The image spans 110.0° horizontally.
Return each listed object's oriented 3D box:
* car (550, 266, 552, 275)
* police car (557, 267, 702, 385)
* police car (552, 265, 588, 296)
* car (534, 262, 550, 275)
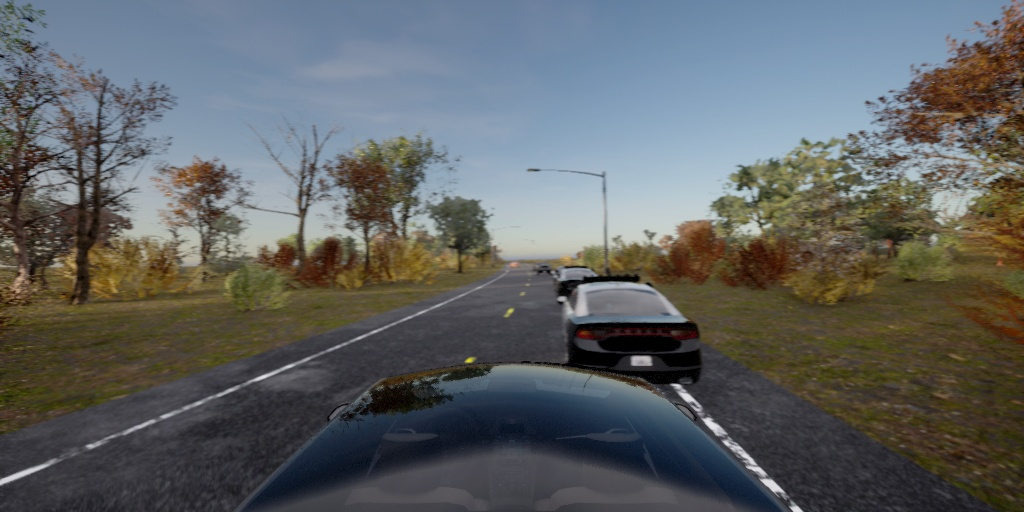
[{"bbox_3d":[3.619,1.373,23.140,1.882,1.535,5.008,-2,-1,5],"label":"car"},{"bbox_3d":[1.988,1.188,7.245,1.930,1.638,5.238,-2,-1,7],"label":"police car"},{"bbox_3d":[3.073,1.272,17.242,1.930,1.638,5.238,-1,-1,6],"label":"police car"},{"bbox_3d":[4.035,1.634,45.240,1.837,1.490,4.892,-1,0,3],"label":"car"}]
